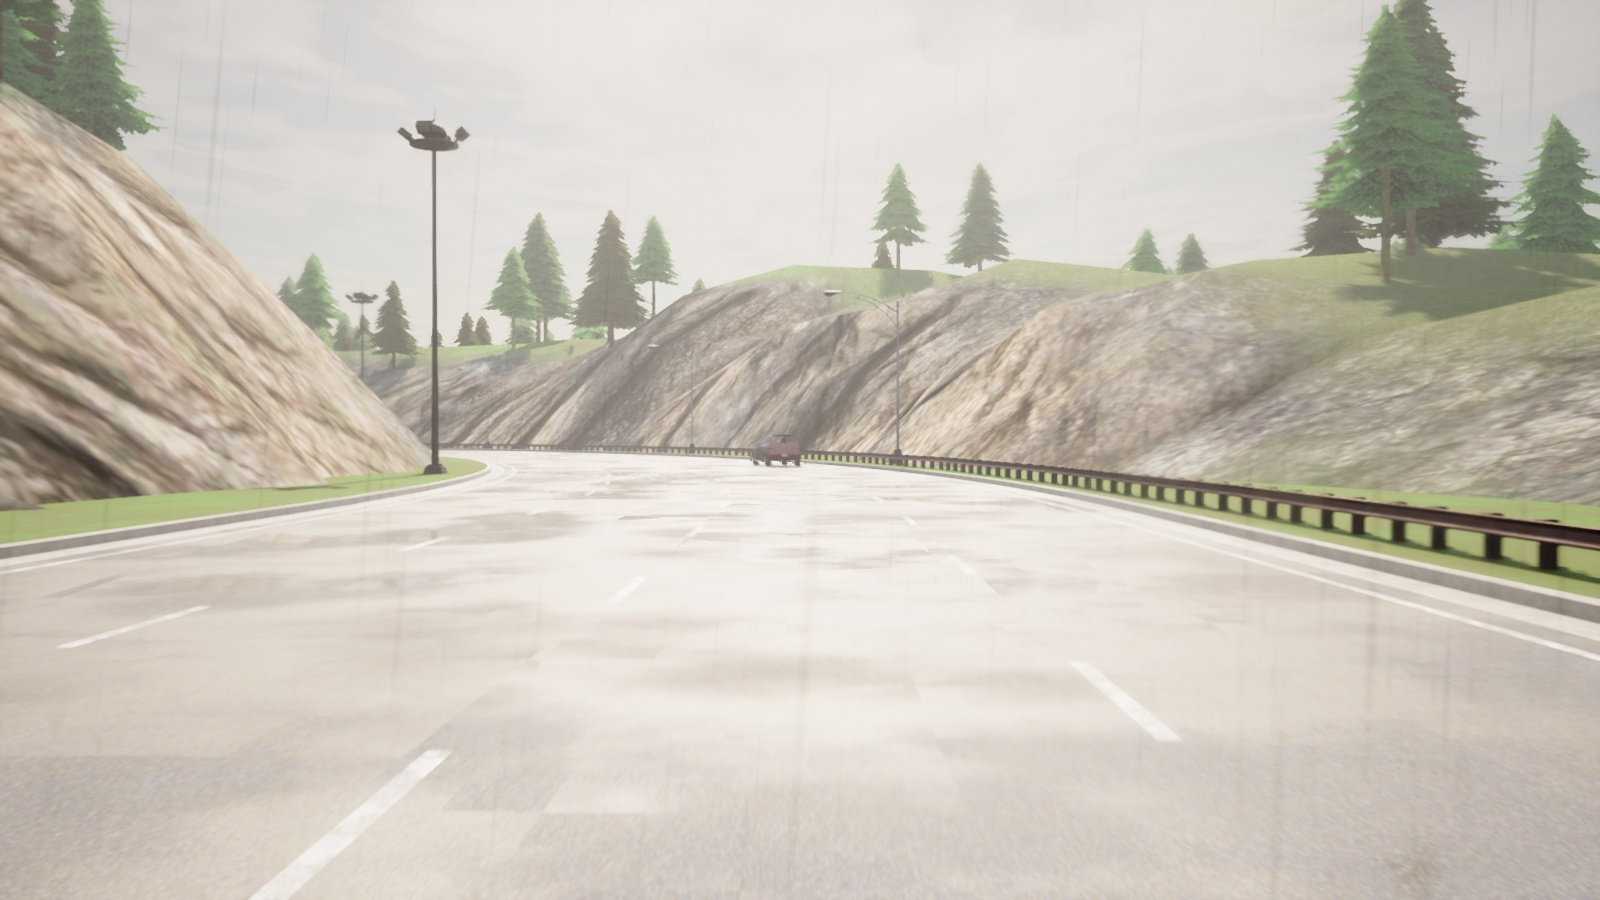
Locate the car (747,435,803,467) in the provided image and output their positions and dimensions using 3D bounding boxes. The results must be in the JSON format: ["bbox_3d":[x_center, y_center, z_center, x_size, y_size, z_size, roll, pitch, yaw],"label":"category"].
[{"bbox_3d":[-1.235,0.032,59.961,1.845,1.501,3.633,0,1,-15],"label":"car"}]
